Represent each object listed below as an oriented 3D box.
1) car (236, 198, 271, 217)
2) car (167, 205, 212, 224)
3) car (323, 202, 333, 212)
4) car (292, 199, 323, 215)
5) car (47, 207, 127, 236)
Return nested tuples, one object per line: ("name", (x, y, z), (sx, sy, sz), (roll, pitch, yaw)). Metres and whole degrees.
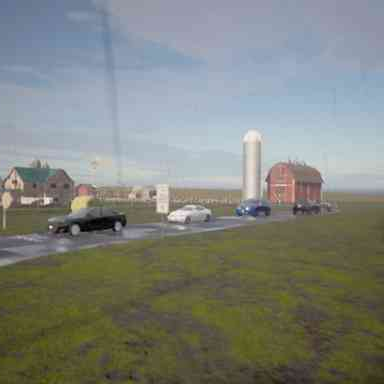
("car", (7.114, 1.741, 37.919), (2.150, 2.045, 5.566), (1, 0, 37))
("car", (-0.080, 1.863, 28.252), (1.812, 1.442, 4.674), (1, 0, 37))
("car", (20.906, 2.371, 52.321), (1.837, 1.490, 4.892), (1, 0, 28))
("car", (14.939, 1.925, 43.526), (2.150, 2.045, 5.566), (1, 0, 36))
("car", (-6.167, 1.666, 19.999), (1.882, 1.535, 5.008), (1, 0, 35))
